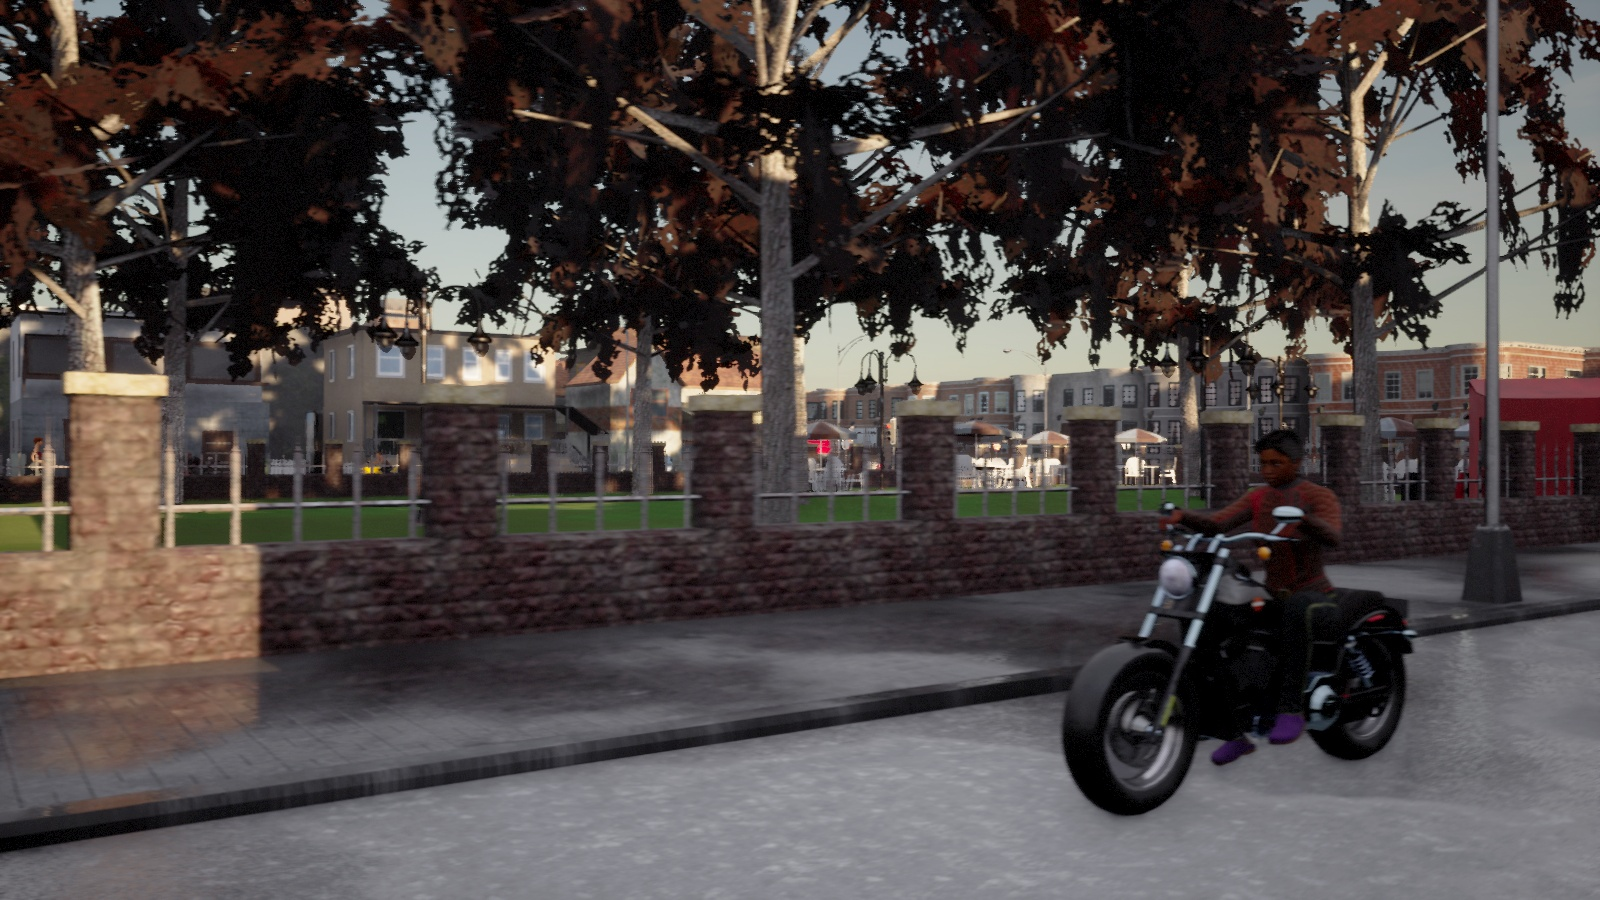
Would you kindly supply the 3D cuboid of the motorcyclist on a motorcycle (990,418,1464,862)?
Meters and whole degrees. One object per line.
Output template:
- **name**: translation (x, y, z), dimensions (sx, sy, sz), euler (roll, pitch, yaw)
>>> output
- **motorcyclist on a motorcycle**: translation (1.990, 0.705, 5.655), dimensions (2.350, 1.649, 0.766), euler (0, 0, -35)

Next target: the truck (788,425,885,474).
- **truck**: translation (2.574, -0.017, 91.879), dimensions (2.891, 3.462, 7.936), euler (0, 0, -35)

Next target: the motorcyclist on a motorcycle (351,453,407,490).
- **motorcyclist on a motorcycle**: translation (-17.468, 0.892, 52.148), dimensions (2.044, 1.523, 0.797), euler (0, 0, -35)

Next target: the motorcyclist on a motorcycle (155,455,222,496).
- **motorcyclist on a motorcycle**: translation (-23.380, 0.947, 48.045), dimensions (2.191, 1.530, 0.866), euler (0, 0, -35)

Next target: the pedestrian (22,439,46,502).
- **pedestrian**: translation (-22.653, 0.594, 37.150), dimensions (0.594, 1.836, 0.345), euler (0, 0, -35)
